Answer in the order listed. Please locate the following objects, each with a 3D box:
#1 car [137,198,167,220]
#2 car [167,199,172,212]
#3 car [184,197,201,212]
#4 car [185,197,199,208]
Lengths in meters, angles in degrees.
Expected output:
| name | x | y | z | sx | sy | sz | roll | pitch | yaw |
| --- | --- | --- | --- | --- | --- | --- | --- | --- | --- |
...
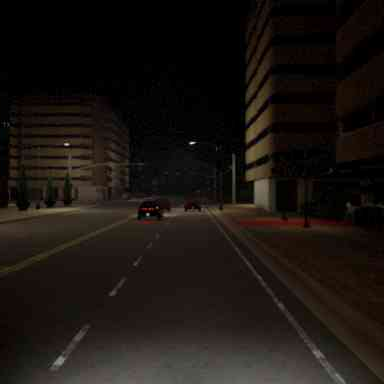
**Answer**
| name | x | y | z | sx | sy | sz | roll | pitch | yaw |
| --- | --- | --- | --- | --- | --- | --- | --- | --- | --- |
| car | -3.403 | 1.488 | 27.965 | 1.837 | 1.490 | 4.892 | 0 | 0 | 0 |
| car | -3.405 | 1.455 | 38.351 | 1.882 | 1.535 | 5.008 | 0 | 0 | 0 |
| car | 0.077 | 1.503 | 38.419 | 1.812 | 1.442 | 4.674 | 0 | 0 | 0 |
| car | 0.002 | 1.477 | 48.251 | 1.837 | 1.490 | 4.892 | 0 | 0 | 0 |
